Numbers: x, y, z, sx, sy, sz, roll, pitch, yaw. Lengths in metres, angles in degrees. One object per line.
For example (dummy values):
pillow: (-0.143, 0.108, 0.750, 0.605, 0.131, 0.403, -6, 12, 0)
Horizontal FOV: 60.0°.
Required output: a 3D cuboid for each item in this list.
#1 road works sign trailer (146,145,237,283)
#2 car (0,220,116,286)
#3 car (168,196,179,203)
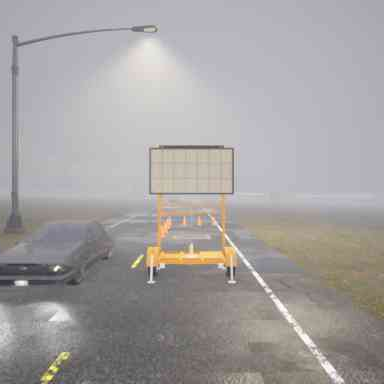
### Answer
road works sign trailer: (-0.010, 0.465, 9.619, 2.380, 3.560, 2.880, 0, 0, 0)
car: (-3.610, 1.548, 9.708, 2.033, 1.411, 5.357, 0, 0, 0)
car: (-3.562, 1.482, 65.025, 1.882, 1.535, 5.008, 0, 0, 0)
